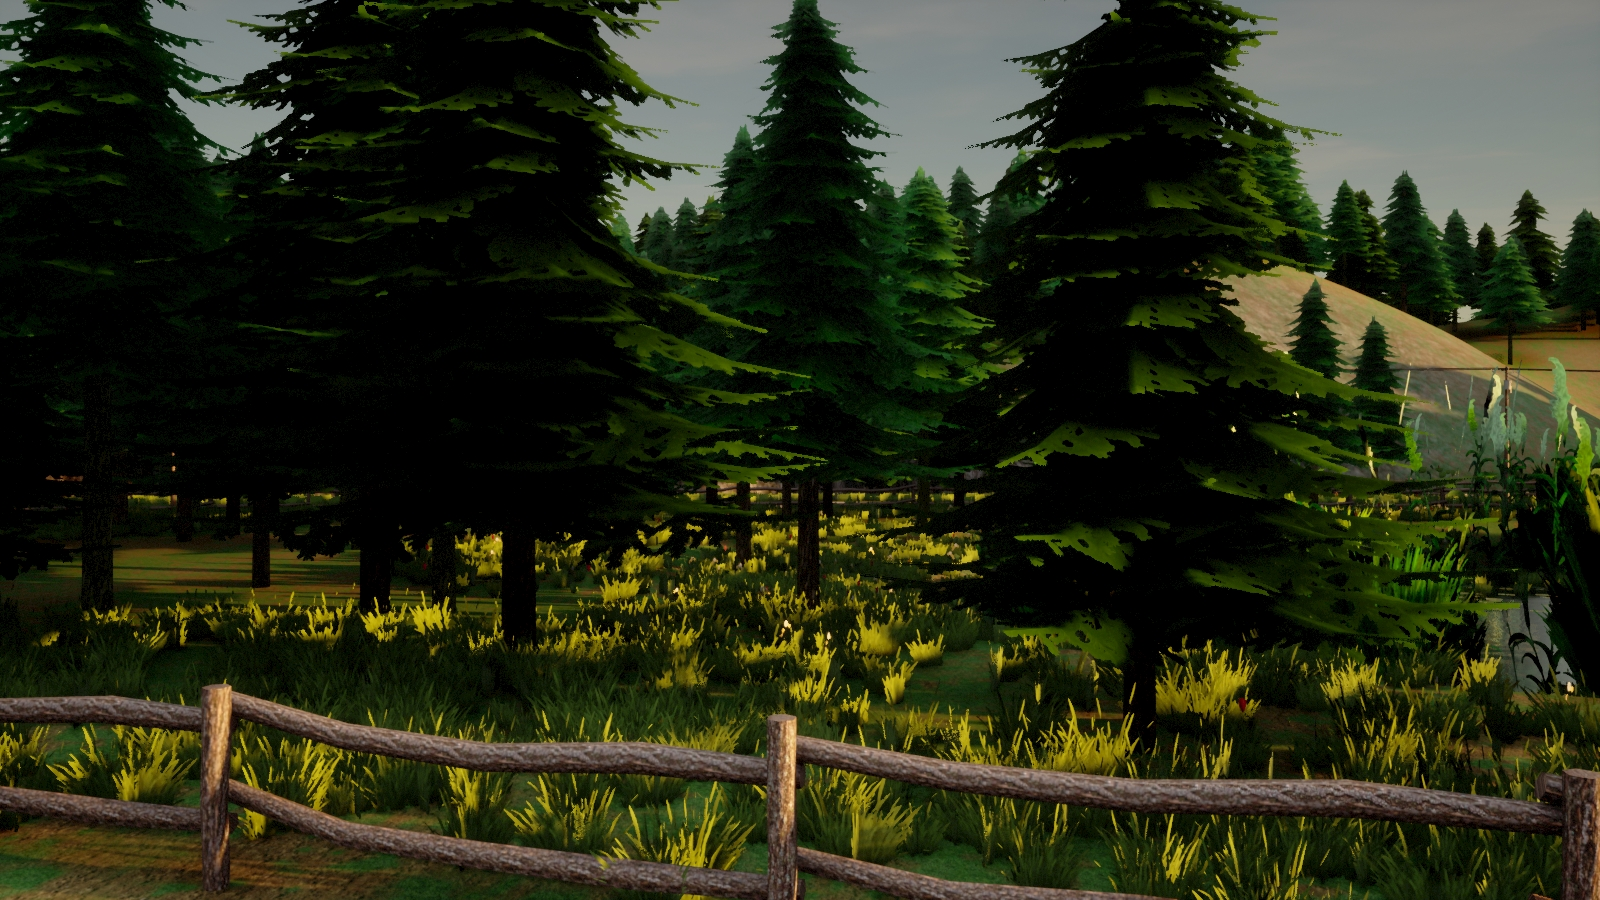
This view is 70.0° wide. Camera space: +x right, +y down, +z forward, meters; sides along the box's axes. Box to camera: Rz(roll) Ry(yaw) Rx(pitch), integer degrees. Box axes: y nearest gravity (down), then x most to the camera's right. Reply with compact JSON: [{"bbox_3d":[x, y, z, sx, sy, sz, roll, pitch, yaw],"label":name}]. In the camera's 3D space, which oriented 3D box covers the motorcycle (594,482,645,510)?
[{"bbox_3d":[-8.558,2.178,54.109,2.209,1.251,0.867,0,0,14],"label":"motorcycle"}]
